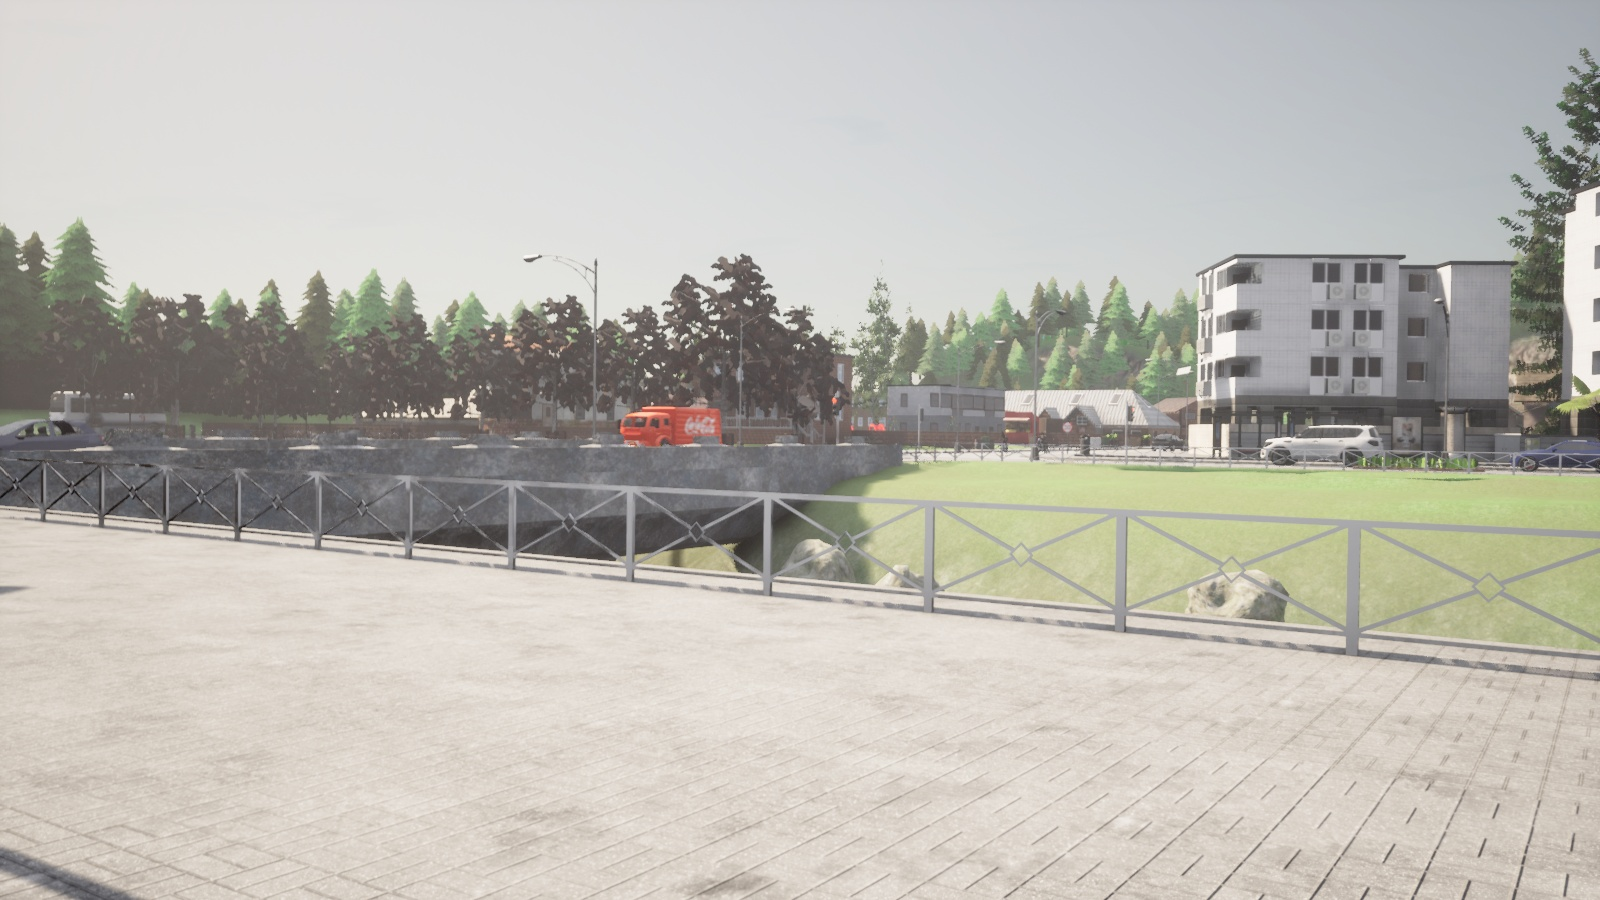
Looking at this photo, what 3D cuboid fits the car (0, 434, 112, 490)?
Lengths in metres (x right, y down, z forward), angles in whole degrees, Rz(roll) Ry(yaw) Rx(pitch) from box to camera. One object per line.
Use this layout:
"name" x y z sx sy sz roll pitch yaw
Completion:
"car" -21.711 0.315 35.343 1.845 1.501 3.633 0 1 34

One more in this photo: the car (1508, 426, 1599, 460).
"car" 34.120 -0.320 55.643 4.674 1.442 1.812 0 1 34

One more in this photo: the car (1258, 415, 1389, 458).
"car" 25.534 -0.666 61.343 5.566 2.045 2.150 0 1 33

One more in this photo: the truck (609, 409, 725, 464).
"truck" -6.171 -0.647 58.762 2.627 2.467 5.204 0 1 34
